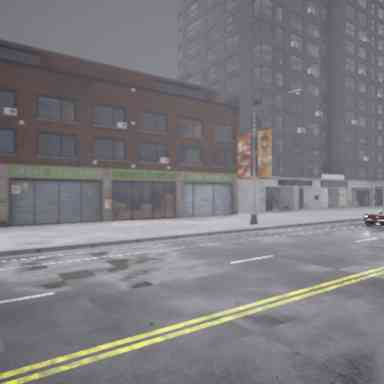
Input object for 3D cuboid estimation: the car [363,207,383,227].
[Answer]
[{"bbox_3d":[12.648,1.540,20.696,4.718,1.301,1.895,0,0,-35],"label":"car"}]
